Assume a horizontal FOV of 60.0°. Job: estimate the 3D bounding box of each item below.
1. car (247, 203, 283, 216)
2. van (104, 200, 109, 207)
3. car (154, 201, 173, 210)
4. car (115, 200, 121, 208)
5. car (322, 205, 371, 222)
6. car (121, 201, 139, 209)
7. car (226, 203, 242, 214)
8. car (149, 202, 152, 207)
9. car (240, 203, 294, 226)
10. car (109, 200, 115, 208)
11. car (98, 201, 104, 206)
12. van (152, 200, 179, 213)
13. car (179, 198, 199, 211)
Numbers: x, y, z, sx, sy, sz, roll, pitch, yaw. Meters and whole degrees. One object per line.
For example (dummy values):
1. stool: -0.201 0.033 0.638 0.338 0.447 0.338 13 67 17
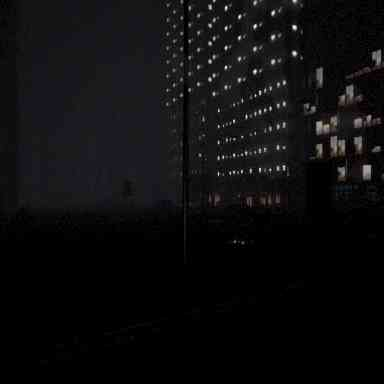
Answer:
1. car: 8.671 2.068 39.705 1.947 1.339 4.313 -1 -1 -26
2. van: -18.508 2.634 76.534 1.690 1.788 3.998 -1 -1 -26
3. car: -5.416 2.454 62.613 1.882 1.535 5.008 0 -1 -26
4. car: -13.522 2.602 66.259 1.752 1.417 4.829 -1 -1 -26
5. car: 13.580 1.854 29.584 2.008 1.369 4.403 -1 -1 -26
6. car: -11.141 2.525 61.351 2.008 1.369 4.403 -1 -1 -26
7. car: 6.217 2.168 44.766 1.947 1.339 4.313 -1 -1 -26
8. car: -8.509 2.808 75.128 1.802 1.307 4.206 -1 -1 -26
9. car: 6.040 1.813 25.927 2.008 1.369 4.403 -1 -1 -26
10. car: -16.050 2.731 71.472 1.887 1.381 4.507 -1 -1 -26
11. car: -23.412 3.053 86.652 1.887 1.381 4.507 -1 -1 -26
12. van: -3.782 2.005 46.173 1.690 1.788 3.998 -1 -1 -26
13. car: -0.768 2.003 53.109 2.150 2.045 5.566 0 -1 -25
